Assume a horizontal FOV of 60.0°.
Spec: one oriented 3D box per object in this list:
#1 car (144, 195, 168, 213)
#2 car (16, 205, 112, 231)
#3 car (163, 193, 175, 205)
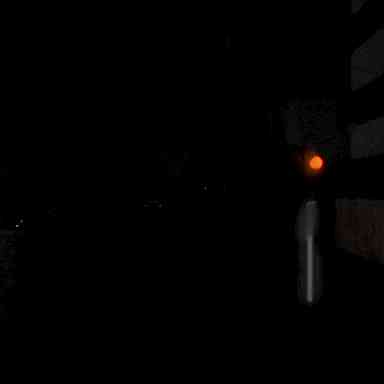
[{"bbox_3d":[-4.136,1.432,37.182,1.882,1.535,5.008,0,0,0],"label":"car"},{"bbox_3d":[-7.737,1.522,20.432,5.357,1.411,2.033,0,0,-35],"label":"car"},{"bbox_3d":[-4.065,1.153,57.121,2.150,2.045,5.566,0,0,0],"label":"car"}]
